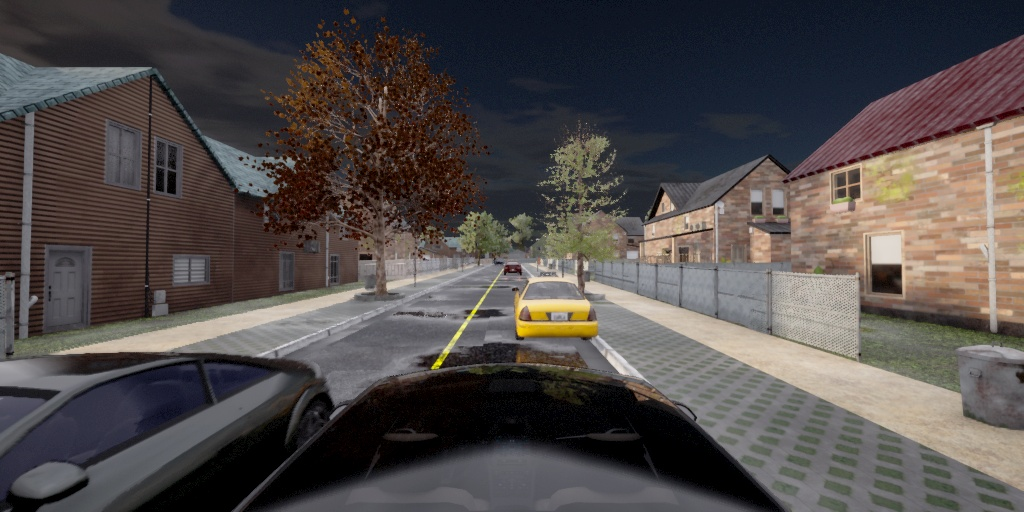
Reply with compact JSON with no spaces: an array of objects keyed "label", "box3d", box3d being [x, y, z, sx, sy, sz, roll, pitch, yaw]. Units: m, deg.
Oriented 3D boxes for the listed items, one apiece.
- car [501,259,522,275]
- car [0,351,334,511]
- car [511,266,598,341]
[{"label":"car","box3d":[0.093,1.254,38.796,1.882,1.535,5.008,0,0,0]},{"label":"car","box3d":[-2.750,1.314,1.862,1.994,1.385,4.181,0,0,0]},{"label":"car","box3d":[0.965,1.210,9.855,1.801,1.575,5.366,0,0,0]}]
